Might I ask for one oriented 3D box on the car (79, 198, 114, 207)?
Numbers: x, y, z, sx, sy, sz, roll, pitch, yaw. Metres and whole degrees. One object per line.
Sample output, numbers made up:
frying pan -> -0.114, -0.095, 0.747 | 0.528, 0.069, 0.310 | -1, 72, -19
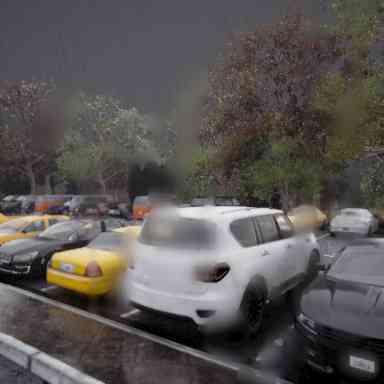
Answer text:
car -> -6.947, 1.539, 29.209 | 2.163, 1.488, 4.792 | 0, 0, 36

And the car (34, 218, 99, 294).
car -> -1.093, 1.556, 9.007 | 1.946, 1.575, 5.366 | 0, 0, 36

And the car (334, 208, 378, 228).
car -> 8.730, 1.603, 17.810 | 2.002, 1.452, 4.674 | 0, 0, 36

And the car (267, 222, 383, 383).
car -> 3.298, 1.580, 5.604 | 2.097, 1.535, 5.008 | 0, 0, 36

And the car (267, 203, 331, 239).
car -> 6.380, 1.549, 19.287 | 1.946, 1.575, 5.366 | 0, 0, 36

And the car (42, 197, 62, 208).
car -> -11.445, 1.528, 32.440 | 2.097, 1.535, 5.008 | 0, 0, 36

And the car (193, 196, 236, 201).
car -> 2.021, 1.280, 22.711 | 2.435, 2.045, 5.566 | 0, 0, 36

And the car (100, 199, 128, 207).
car -> -4.810, 1.538, 27.661 | 2.163, 1.488, 4.792 | 0, 0, 36

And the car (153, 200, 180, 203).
car -> -0.256, 1.551, 24.290 | 2.163, 1.488, 4.792 | 0, 0, 36

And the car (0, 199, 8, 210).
car -> -27.249, 1.665, 43.889 | 2.002, 1.452, 4.674 | 0, 0, 36

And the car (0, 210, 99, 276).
car -> -3.446, 1.550, 10.491 | 2.231, 1.521, 4.892 | 0, 0, 36

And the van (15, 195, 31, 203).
van -> -16.004, 1.330, 35.592 | 1.878, 1.987, 4.442 | 0, 0, 36

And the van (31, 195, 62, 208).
van -> -13.623, 1.316, 34.155 | 1.878, 1.987, 4.442 | 0, 0, 36

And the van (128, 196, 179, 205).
van -> -2.514, 1.287, 26.105 | 1.878, 1.987, 4.442 | 0, 0, 36

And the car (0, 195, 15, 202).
car -> -18.194, 1.318, 37.289 | 2.435, 2.045, 5.566 | 0, 0, 36

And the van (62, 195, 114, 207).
van -> -9.256, 1.292, 30.713 | 1.878, 1.987, 4.442 | 0, 0, 36

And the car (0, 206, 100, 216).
car -> -5.806, 1.536, 11.965 | 1.946, 1.575, 5.366 | 0, 0, 36

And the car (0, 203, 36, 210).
car -> -10.400, 1.517, 15.294 | 1.946, 1.575, 5.366 | 0, 0, 36

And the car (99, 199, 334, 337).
car -> 1.064, 1.319, 7.250 | 2.435, 2.045, 5.566 | 0, 0, 36
